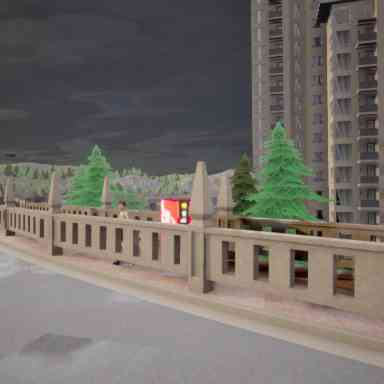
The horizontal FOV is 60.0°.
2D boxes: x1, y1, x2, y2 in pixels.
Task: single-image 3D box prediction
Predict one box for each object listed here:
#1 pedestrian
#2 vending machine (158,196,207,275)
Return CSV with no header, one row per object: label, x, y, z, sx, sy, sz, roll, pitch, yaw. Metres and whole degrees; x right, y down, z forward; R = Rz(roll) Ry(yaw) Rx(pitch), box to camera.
pedestrian,-1.913,1.135,9.316,0.375,1.860,0.375,-1,-1,41
vending machine,-0.263,1.188,9.718,0.880,2.100,1.100,-1,0,40
